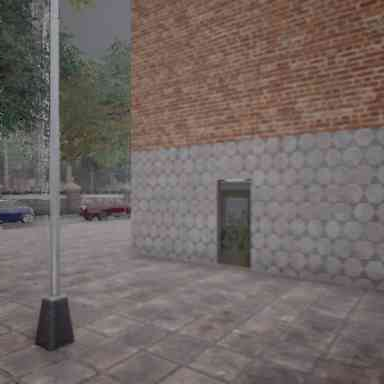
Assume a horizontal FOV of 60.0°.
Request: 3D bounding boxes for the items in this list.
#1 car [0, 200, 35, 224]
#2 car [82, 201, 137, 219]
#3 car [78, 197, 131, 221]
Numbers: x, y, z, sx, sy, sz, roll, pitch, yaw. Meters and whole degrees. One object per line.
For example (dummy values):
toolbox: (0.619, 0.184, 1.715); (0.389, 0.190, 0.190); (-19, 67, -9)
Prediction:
car: (-13.003, 1.343, 22.012); (2.097, 1.767, 4.553); (0, 0, 35)
car: (-7.357, 1.570, 29.982); (1.895, 1.301, 4.718); (0, 0, 35)
car: (-6.572, 1.284, 26.359); (2.192, 1.841, 5.009); (0, 0, 35)
